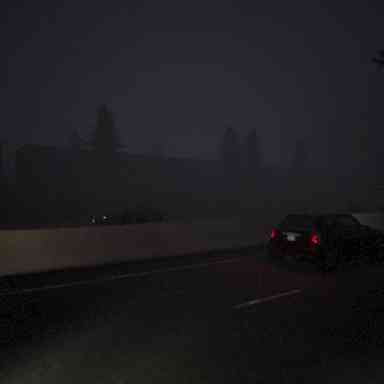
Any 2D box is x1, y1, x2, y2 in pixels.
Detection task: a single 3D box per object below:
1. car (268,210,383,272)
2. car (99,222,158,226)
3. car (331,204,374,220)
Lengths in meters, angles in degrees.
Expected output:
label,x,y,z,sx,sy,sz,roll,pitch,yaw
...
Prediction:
label,x,y,z,sx,sy,sz,roll,pitch,yaw
car,4.776,1.461,11.453,4.553,1.767,2.097,1,0,-35
car,-4.230,1.589,22.472,4.902,1.511,2.128,1,0,-36
car,15.653,1.894,32.352,4.181,1.385,1.994,1,0,-35
